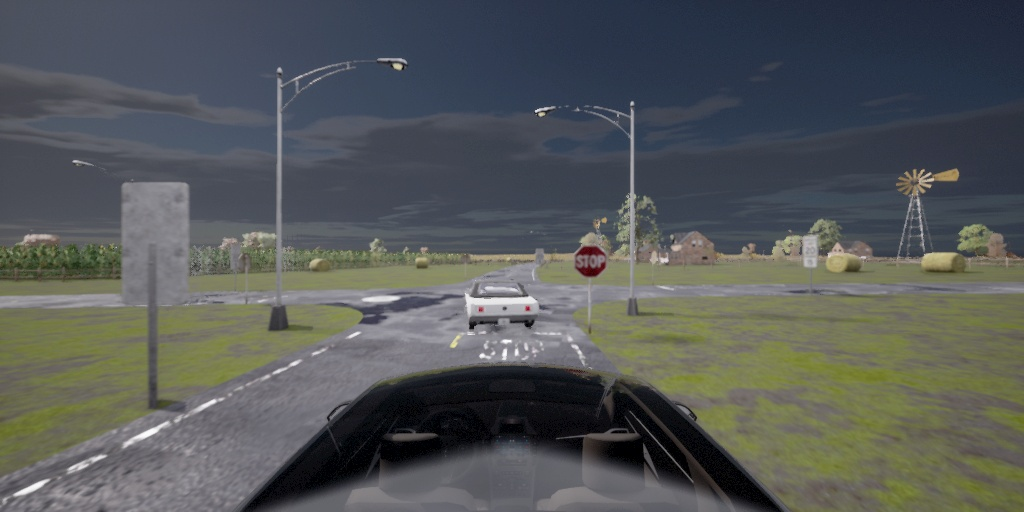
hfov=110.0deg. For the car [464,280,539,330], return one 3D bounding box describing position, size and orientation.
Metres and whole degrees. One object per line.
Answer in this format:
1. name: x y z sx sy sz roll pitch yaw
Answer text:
1. car: -0.559 1.410 11.464 1.895 1.301 4.718 0 0 -9
